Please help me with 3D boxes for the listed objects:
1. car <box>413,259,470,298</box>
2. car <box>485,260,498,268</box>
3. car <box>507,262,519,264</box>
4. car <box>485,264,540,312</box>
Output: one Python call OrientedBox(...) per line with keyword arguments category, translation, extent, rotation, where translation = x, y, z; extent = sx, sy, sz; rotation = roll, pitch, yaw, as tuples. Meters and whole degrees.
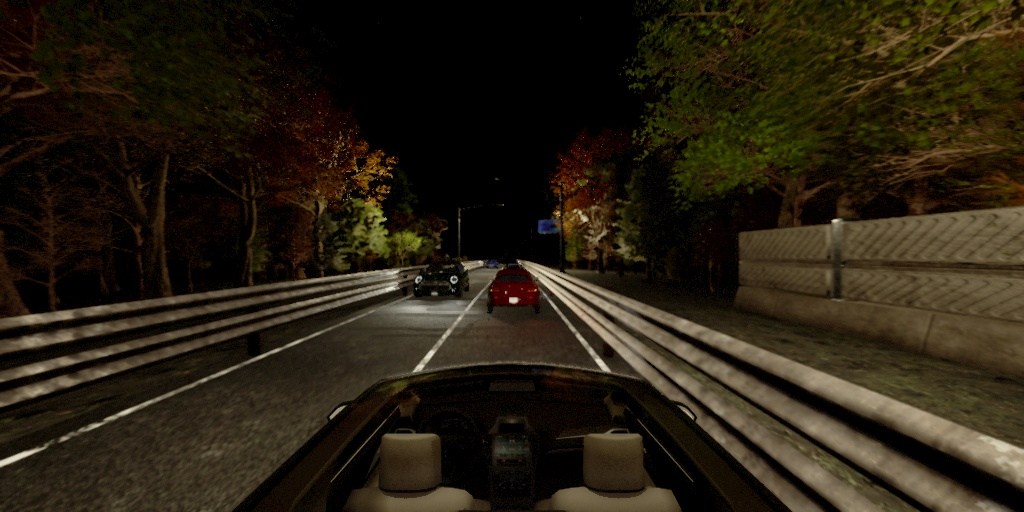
OrientedBox(category="car", translation=(-3.347, 1.027, 17.747), extent=(2.097, 1.767, 4.553), rotation=(0, 0, 0))
OrientedBox(category="car", translation=(-3.305, 1.394, 58.835), extent=(1.812, 1.442, 4.674), rotation=(0, 0, 1))
OrientedBox(category="car", translation=(0.093, 1.279, 35.913), extent=(1.994, 1.385, 4.181), rotation=(0, 0, 0))
OrientedBox(category="car", translation=(0.061, 1.210, 13.611), extent=(1.812, 1.442, 4.674), rotation=(0, 0, 0))
